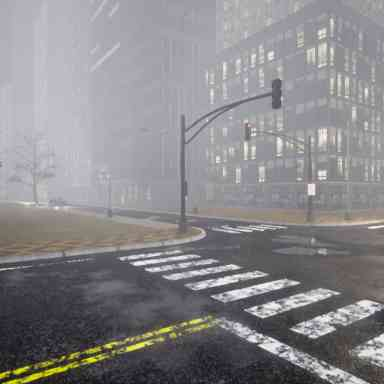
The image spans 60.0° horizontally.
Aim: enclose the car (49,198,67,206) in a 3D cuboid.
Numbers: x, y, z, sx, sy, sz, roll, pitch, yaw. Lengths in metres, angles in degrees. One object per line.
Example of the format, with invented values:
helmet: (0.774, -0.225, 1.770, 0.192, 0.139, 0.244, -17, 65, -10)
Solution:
car: (-21.844, 1.607, 54.132, 1.895, 1.301, 4.718, 0, 0, -35)
